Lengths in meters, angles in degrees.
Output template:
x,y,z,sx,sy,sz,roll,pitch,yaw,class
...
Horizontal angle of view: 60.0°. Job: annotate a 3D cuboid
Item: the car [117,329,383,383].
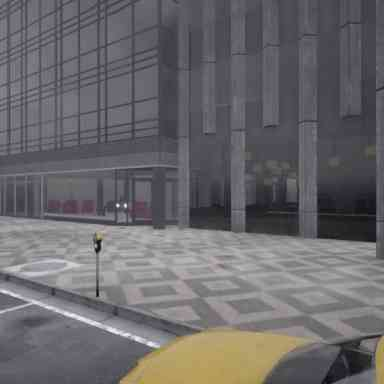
x,y,z,sx,sy,sz,roll,pitch,yaw,class
1.513,1.525,2.002,4.829,1.417,1.752,0,0,36,car
